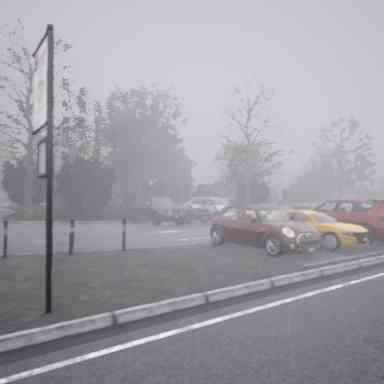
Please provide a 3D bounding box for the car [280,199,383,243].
[{"bbox_3d":[7.617,1.386,16.701,2.435,2.045,5.566,2,-1,-36],"label":"car"}]

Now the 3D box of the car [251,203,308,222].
[{"bbox_3d":[8.457,1.929,32.627,1.946,1.575,5.366,2,-1,-36],"label":"car"}]

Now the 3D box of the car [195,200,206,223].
[{"bbox_3d":[-0.484,1.612,25.936,2.231,1.521,4.892,2,-1,-36],"label":"car"}]

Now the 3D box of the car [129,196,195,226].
[{"bbox_3d":[-2.624,1.300,24.352,2.435,2.045,5.566,2,-1,-36],"label":"car"}]

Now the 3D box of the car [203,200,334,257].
[{"bbox_3d":[2.800,1.379,13.201,2.185,1.767,4.553,2,-1,-36],"label":"car"}]

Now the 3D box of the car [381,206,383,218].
[{"bbox_3d":[30.252,3.018,48.116,2.185,1.767,4.553,4,-2,-35],"label":"car"}]

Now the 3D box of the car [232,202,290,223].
[{"bbox_3d":[6.299,1.842,31.073,1.946,1.575,5.366,2,-1,-36],"label":"car"}]

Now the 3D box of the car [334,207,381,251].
[{"bbox_3d":[5.268,1.572,14.963,2.097,1.535,5.008,2,-1,-36],"label":"car"}]

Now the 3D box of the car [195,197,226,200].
[{"bbox_3d":[1.792,1.426,27.564,2.435,2.045,5.566,2,-1,-36],"label":"car"}]

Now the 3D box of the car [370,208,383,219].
[{"bbox_3d":[27.703,3.018,46.224,2.002,1.452,4.674,4,-2,-36],"label":"car"}]
